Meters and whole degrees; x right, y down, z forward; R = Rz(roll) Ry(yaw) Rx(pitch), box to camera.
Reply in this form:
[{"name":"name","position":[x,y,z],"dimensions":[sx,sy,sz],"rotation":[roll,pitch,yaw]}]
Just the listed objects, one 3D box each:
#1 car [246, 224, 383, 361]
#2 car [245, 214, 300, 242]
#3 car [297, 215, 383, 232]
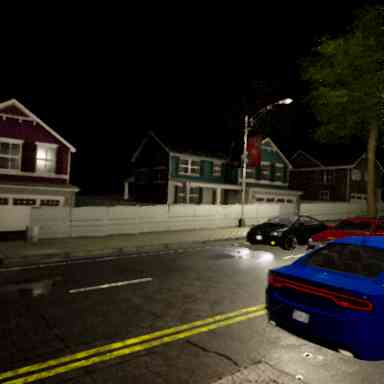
[{"name":"car","position":[3.479,1.542,5.887],"dimensions":[5.008,1.535,1.882],"rotation":[1,0,-35]},{"name":"car","position":[4.358,1.693,14.710],"dimensions":[4.181,1.385,1.994],"rotation":[1,0,-35]},{"name":"car","position":[6.117,1.653,11.973],"dimensions":[4.674,1.442,1.812],"rotation":[1,0,-35]}]
